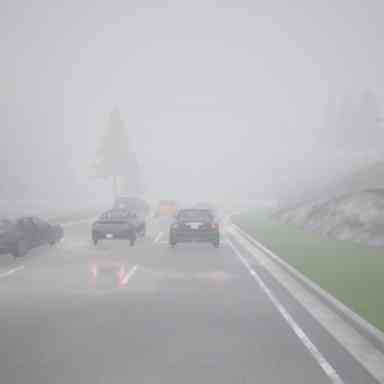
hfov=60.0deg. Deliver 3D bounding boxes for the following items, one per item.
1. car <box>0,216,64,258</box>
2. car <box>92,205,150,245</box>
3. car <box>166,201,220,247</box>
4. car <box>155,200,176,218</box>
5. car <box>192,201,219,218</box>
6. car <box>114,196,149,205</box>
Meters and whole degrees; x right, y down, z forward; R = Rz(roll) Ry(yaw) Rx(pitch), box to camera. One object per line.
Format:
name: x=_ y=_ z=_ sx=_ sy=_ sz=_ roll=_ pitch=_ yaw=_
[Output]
car: x=-6.896 y=1.641 z=13.128 sx=2.033 sy=1.411 sz=5.357 roll=0 pitch=0 yaw=0
car: x=-3.393 y=1.606 z=16.104 sx=2.128 sy=1.511 sz=4.902 roll=0 pitch=0 yaw=0
car: x=0.107 y=1.464 z=15.715 sx=2.097 sy=1.767 sz=4.553 roll=0 pitch=0 yaw=0
car: x=-2.106 y=1.588 z=33.349 sx=2.097 sy=1.767 sz=4.553 roll=0 pitch=0 yaw=12
car: x=1.471 y=1.743 z=33.657 sx=1.837 sy=1.490 sz=4.892 roll=-1 pitch=-1 yaw=13
car: x=-5.883 y=1.454 z=32.786 sx=2.150 sy=2.045 sz=5.566 roll=0 pitch=0 yaw=11
